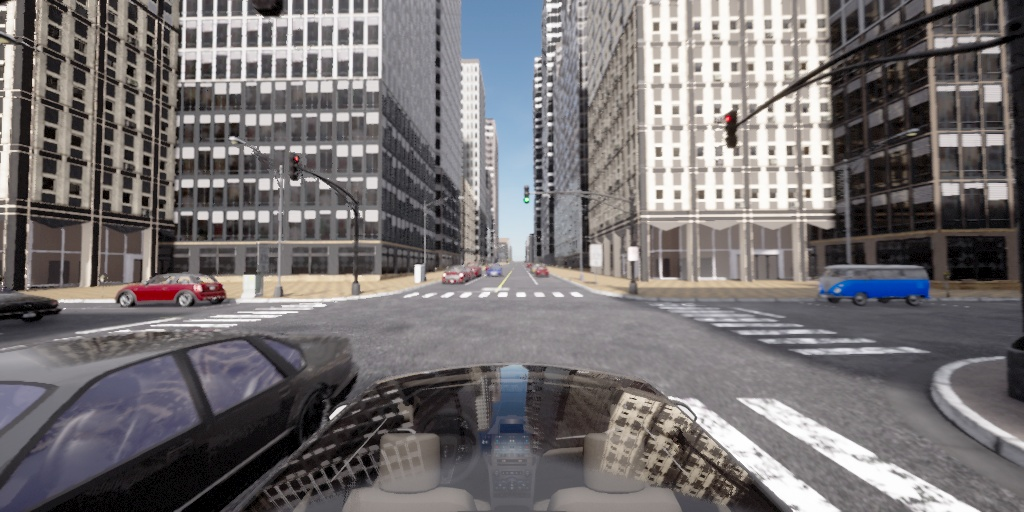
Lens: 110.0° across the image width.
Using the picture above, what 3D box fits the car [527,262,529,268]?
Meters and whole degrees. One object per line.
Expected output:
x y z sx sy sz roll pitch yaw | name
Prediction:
3.930 2.098 60.005 1.948 1.339 4.313 0 0 1 | car

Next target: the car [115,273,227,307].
-16.142 1.558 17.029 4.097 1.591 1.967 0 0 1 | car

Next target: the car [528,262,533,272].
3.819 1.982 54.599 1.751 1.417 4.829 0 0 1 | car

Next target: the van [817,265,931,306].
16.323 1.305 16.288 3.998 1.789 1.690 0 0 1 | van

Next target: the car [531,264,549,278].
3.585 1.885 43.277 1.802 1.307 4.207 0 0 1 | car

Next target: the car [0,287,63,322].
-17.753 1.482 11.299 5.357 1.411 2.033 0 -2 1 | car

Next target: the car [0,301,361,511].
-2.954 1.325 2.409 2.033 1.411 5.357 0 -1 1 | car

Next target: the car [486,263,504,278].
-2.090 1.874 44.336 1.812 1.442 4.674 0 -1 1 | car

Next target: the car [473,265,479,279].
-4.910 1.861 37.814 1.802 1.307 4.207 0 0 1 | car

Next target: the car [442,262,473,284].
-5.025 1.642 32.240 1.967 1.591 4.097 0 0 1 | car

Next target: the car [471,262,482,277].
-4.795 1.670 43.387 2.192 1.841 5.009 0 0 1 | car
